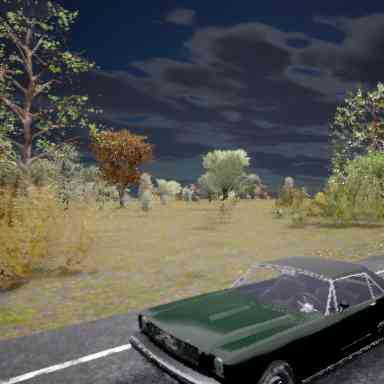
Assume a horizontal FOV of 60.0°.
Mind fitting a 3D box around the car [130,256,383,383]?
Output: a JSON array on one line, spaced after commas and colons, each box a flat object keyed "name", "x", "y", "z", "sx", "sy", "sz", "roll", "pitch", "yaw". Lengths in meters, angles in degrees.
[{"name": "car", "x": 1.531, "y": 1.743, "z": 4.963, "sx": 4.718, "sy": 1.301, "sz": 1.895, "roll": 1, "pitch": -2, "yaw": -37}]
